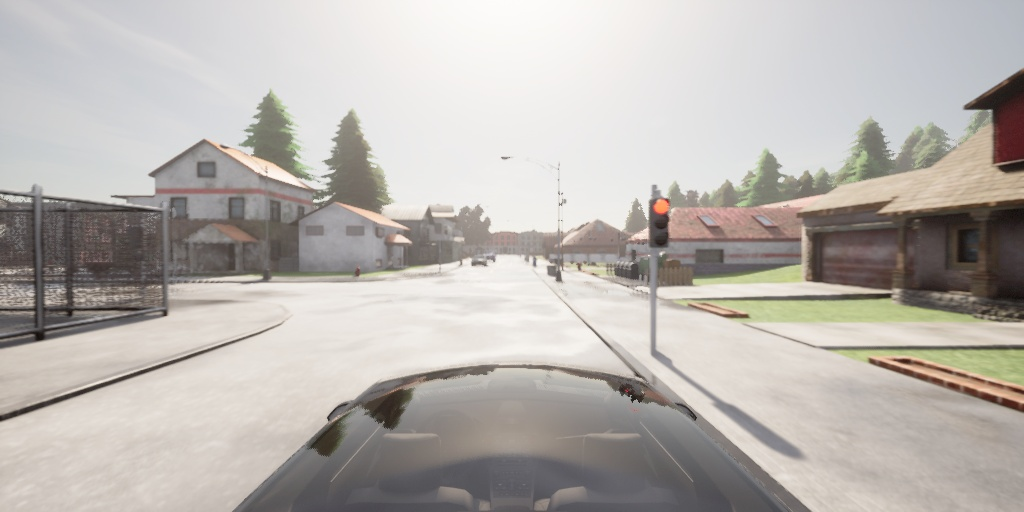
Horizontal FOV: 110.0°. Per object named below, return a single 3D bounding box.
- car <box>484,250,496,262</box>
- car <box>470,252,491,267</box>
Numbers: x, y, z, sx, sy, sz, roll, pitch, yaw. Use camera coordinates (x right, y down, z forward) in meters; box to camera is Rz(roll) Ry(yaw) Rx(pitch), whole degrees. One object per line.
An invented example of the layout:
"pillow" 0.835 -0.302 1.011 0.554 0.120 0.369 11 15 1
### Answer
"car" -4.001 0.019 62.468 2.150 2.045 5.566 0 1 0
"car" -4.054 0.589 45.073 1.837 1.490 4.892 0 1 0
